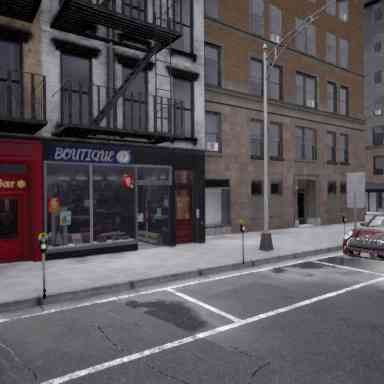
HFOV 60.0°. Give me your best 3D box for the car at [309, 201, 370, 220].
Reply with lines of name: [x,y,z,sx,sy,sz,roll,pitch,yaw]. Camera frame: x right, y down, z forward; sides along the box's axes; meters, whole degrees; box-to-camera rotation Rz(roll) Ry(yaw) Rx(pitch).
car: [13.916,1.665,31.696,1.882,1.535,5.008,-1,0,-37]

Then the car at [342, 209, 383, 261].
car: [7.036,1.442,11.586,4.097,1.590,1.967,0,-1,-36]
